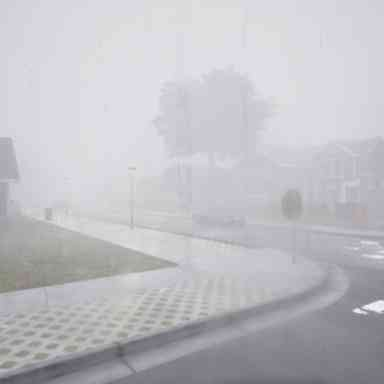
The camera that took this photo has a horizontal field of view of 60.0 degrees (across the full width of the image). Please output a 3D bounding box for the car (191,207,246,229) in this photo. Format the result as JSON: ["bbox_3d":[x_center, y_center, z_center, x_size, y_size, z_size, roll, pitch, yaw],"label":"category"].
[{"bbox_3d":[1.730,1.687,22.876,1.994,1.385,4.181,0,-1,-35],"label":"car"}]

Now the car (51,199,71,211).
[{"bbox_3d":[-18.589,1.826,46.962,1.837,1.490,4.892,0,0,-35],"label":"car"}]
